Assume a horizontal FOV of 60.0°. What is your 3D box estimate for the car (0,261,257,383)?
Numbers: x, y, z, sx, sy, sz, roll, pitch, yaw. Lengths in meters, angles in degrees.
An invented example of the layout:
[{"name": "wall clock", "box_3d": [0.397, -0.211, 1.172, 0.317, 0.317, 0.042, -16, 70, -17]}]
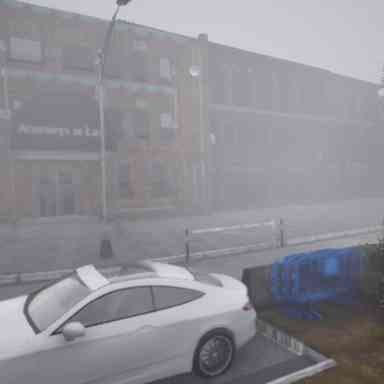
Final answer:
[{"name": "car", "box_3d": [-1.219, 1.791, 4.655, 4.674, 1.452, 2.002, 0, 2, -29]}]
